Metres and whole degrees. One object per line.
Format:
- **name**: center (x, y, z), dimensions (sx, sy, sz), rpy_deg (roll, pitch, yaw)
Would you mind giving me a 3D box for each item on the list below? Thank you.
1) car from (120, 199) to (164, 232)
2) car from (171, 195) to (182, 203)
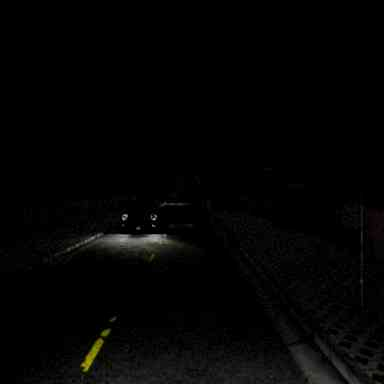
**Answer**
- **car**: center (-2.857, 1.342, 19.889), dimensions (2.097, 1.767, 4.553), rpy_deg (0, 0, 0)
- **car**: center (-2.809, 1.349, 61.986), dimensions (1.812, 1.442, 4.674), rpy_deg (0, 0, 1)
